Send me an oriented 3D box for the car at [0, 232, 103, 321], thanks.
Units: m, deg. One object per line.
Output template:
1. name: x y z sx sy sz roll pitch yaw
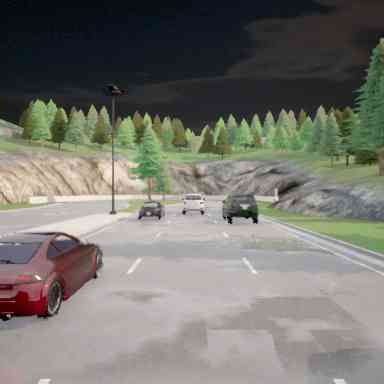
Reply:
1. car: -3.397 1.564 7.376 1.994 1.385 4.181 0 0 0

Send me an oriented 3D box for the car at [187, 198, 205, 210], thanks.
1. car: 0.598 1.563 44.097 1.994 1.385 4.181 0 0 6

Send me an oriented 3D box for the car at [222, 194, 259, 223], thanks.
1. car: 3.611 1.215 25.487 2.150 2.045 5.566 0 -1 0

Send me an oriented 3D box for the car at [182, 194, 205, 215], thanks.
1. car: 0.146 1.220 34.722 2.150 2.045 5.566 0 0 0

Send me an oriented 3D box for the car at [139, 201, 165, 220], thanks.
1. car: -3.376 1.525 28.243 1.812 1.442 4.674 0 0 0
